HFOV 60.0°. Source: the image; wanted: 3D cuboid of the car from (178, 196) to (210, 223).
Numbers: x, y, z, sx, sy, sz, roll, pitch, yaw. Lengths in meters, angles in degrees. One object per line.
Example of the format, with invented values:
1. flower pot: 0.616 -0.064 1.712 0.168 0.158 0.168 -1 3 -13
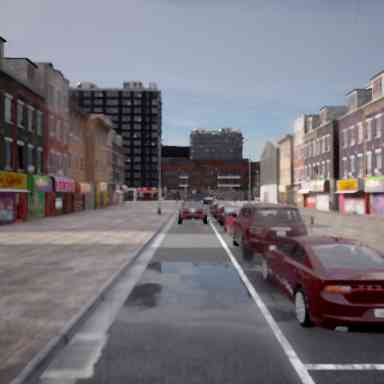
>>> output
1. car: 0.066 1.359 25.366 2.097 1.767 4.553 0 0 0

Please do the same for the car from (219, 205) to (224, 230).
1. car: 2.637 1.584 17.712 1.802 1.307 4.206 0 0 0

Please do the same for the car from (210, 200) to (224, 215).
1. car: 2.633 1.593 28.586 1.802 1.307 4.206 0 0 0

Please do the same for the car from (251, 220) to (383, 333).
1. car: 2.642 1.544 6.836 1.887 1.381 4.507 0 0 0

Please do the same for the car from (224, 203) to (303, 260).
1. car: 2.642 1.315 12.274 2.192 1.841 5.009 0 0 0

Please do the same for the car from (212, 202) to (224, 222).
1. car: 2.635 1.588 23.148 1.802 1.307 4.206 0 0 0

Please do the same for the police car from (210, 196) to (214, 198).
1. police car: 2.730 1.478 54.447 1.930 1.638 5.238 0 0 0

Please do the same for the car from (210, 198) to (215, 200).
1. car: 2.631 1.568 34.024 2.008 1.369 4.403 0 0 0

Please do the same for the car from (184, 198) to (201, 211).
1. car: 0.073 1.578 42.982 2.033 1.411 5.357 0 0 0
